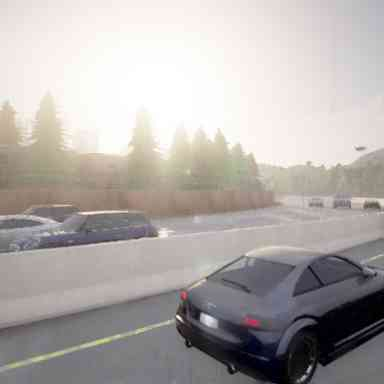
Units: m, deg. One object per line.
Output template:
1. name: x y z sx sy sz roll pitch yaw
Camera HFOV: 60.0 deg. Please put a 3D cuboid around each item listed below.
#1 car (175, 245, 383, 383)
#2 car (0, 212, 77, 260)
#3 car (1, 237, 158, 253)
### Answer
1. car: 1.796 1.574 5.381 4.181 1.385 1.994 0 0 -38
2. car: -6.848 1.579 12.190 4.674 1.442 1.812 0 0 -37
3. car: -3.254 1.390 10.550 4.553 1.767 2.097 0 0 -39
